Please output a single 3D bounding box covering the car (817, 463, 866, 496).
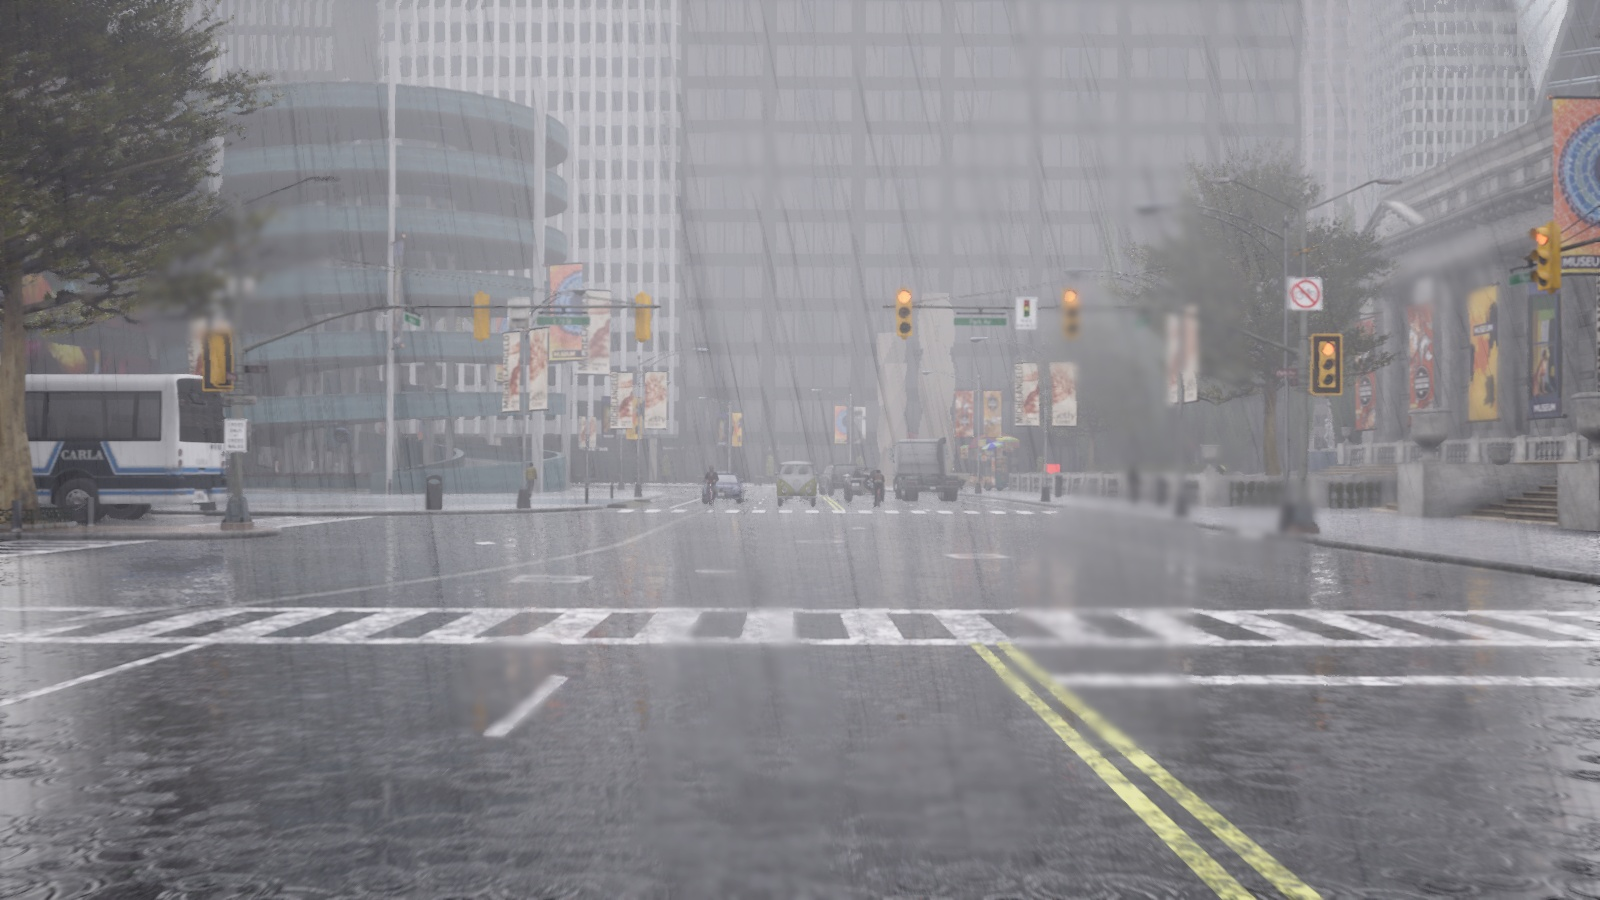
[{"bbox_3d":[2.585,1.846,80.303,2.150,2.045,5.566,0,-1,-8],"label":"car"}]

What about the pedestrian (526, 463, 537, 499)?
[{"bbox_3d":[-13.642,1.577,63.810,0.431,1.840,0.709,0,-1,-2],"label":"pedestrian"}]

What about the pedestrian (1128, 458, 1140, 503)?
[{"bbox_3d":[14.147,1.291,53.206,0.395,1.930,0.692,0,-1,10],"label":"pedestrian"}]

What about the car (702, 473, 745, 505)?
[{"bbox_3d":[-3.654,1.853,60.577,1.812,1.442,4.674,0,-1,0],"label":"car"}]

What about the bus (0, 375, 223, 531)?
[{"bbox_3d":[-22.867,0.131,36.567,10.273,4.253,3.944,-1,-1,0],"label":"bus"}]

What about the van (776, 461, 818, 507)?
[{"bbox_3d":[-0.136,1.486,55.706,1.775,1.987,4.442,0,-1,0],"label":"van"}]

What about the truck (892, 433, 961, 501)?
[{"bbox_3d":[6.791,0.932,68.375,2.891,3.462,7.936,0,-1,0],"label":"truck"}]

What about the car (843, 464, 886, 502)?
[{"bbox_3d":[3.306,1.692,65.006,1.932,1.855,4.605,0,0,0],"label":"car"}]
